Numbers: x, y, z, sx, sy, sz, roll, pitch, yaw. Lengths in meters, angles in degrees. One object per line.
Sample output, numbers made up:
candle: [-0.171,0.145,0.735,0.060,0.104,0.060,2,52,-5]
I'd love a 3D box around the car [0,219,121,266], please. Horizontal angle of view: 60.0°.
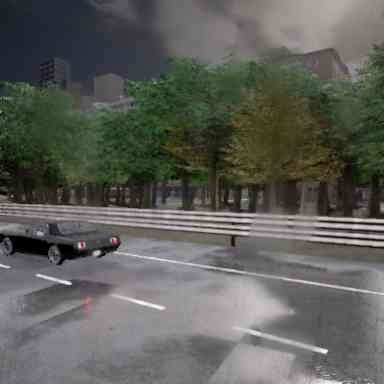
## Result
car: [-4.746,1.604,11.563,4.718,1.301,1.895,0,0,36]
